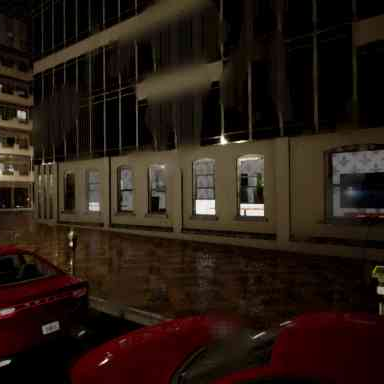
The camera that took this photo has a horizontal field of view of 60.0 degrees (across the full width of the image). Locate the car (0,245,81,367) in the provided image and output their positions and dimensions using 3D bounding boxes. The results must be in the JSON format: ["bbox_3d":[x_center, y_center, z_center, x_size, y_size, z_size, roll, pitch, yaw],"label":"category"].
[{"bbox_3d":[-3.561,1.546,5.414,4.507,1.381,1.887,0,-1,35],"label":"car"}]

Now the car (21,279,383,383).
[{"bbox_3d":[1.016,1.545,2.158,4.507,1.381,1.887,0,-1,35],"label":"car"}]
